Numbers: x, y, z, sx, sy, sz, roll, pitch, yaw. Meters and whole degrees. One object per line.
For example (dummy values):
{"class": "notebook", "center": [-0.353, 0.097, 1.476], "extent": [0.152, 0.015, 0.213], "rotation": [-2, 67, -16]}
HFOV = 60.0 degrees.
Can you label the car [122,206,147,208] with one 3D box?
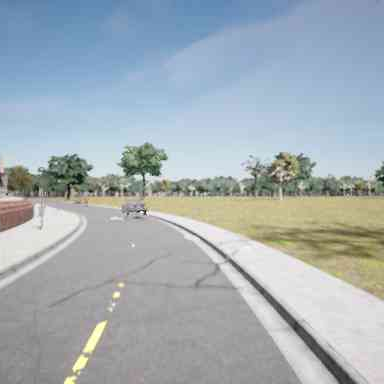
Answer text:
{"class": "car", "center": [-5.448, 1.357, 31.156], "extent": [2.033, 1.411, 5.357], "rotation": [0, 0, -19]}
